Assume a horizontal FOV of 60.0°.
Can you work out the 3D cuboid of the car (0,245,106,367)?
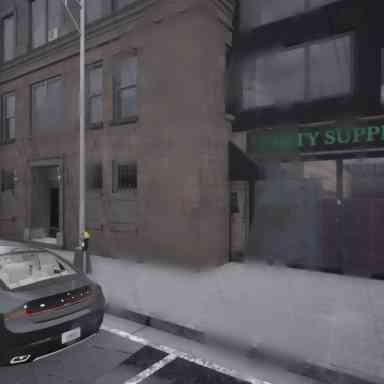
[{"bbox_3d":[-3.282,1.551,5.416,4.403,1.369,2.008,0,0,35],"label":"car"}]
